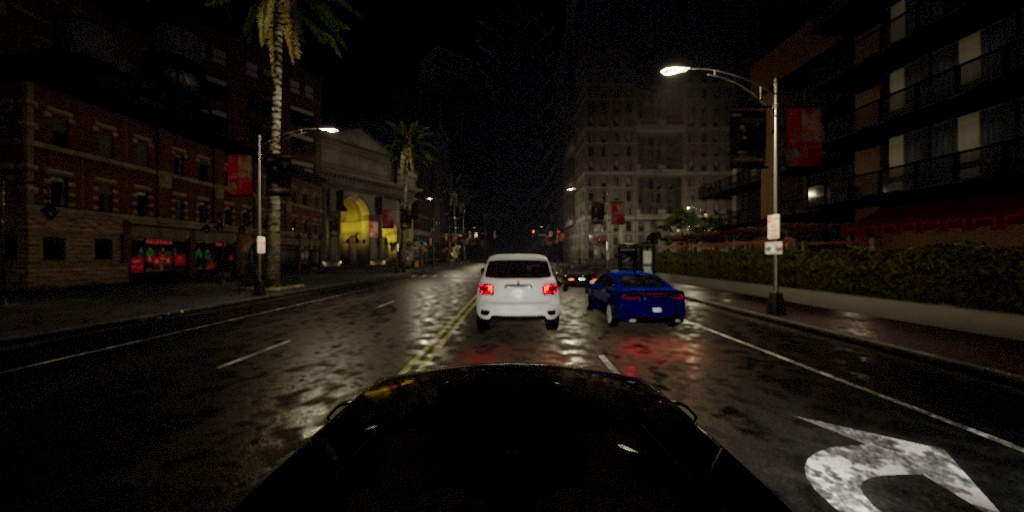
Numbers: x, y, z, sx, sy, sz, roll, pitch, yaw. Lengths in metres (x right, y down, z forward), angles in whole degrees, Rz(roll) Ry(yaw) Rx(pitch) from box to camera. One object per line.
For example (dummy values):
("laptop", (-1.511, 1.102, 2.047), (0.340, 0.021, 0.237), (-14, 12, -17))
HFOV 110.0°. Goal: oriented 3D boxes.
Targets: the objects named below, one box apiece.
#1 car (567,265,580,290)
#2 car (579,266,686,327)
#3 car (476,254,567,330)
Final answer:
("car", (3.738, 1.264, 21.382), (2.033, 1.411, 5.357), (0, 0, 0))
("car", (3.675, 1.211, 11.557), (1.882, 1.535, 5.008), (0, 0, 0))
("car", (0.166, 0.956, 11.195), (2.150, 2.045, 5.566), (0, 0, 0))
